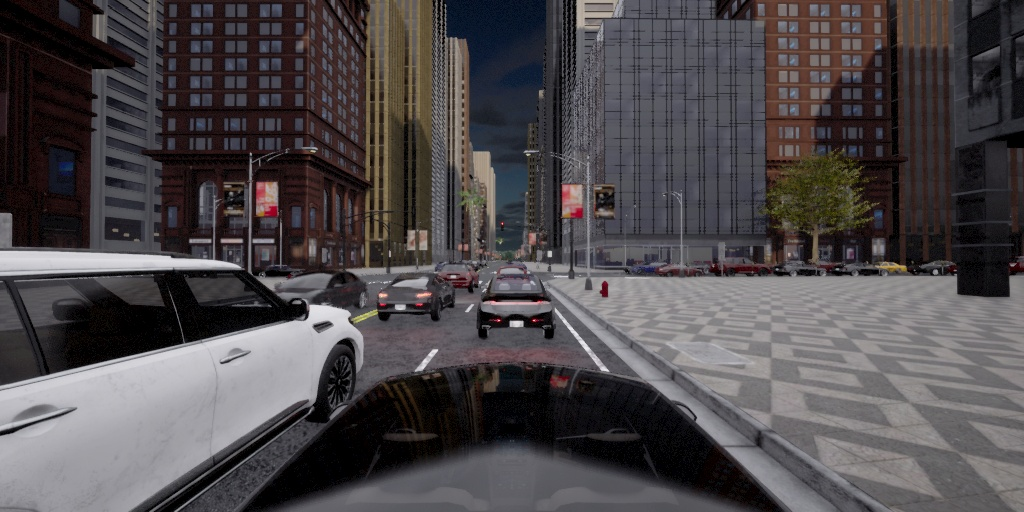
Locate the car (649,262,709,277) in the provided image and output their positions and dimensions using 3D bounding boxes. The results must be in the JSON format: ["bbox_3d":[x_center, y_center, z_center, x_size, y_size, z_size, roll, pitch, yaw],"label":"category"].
[{"bbox_3d":[15.309,1.328,32.972,4.207,1.307,1.802,0,0,-1],"label":"car"}]

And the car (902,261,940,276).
[{"bbox_3d":[42.846,1.206,36.032,4.892,1.490,1.837,0,-1,-1],"label":"car"}]

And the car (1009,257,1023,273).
[{"bbox_3d":[49.136,0.973,33.505,5.009,1.841,2.192,0,0,-1],"label":"car"}]

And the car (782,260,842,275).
[{"bbox_3d":[32.542,1.239,39.012,5.008,1.535,1.882,0,-1,-1],"label":"car"}]

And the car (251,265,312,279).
[{"bbox_3d":[-22.407,1.527,34.992,4.718,1.301,1.895,0,-1,-3],"label":"car"}]

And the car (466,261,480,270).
[{"bbox_3d":[-6.591,1.561,61.337,1.812,1.442,4.674,0,0,0],"label":"car"}]

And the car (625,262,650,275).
[{"bbox_3d":[15.120,1.340,38.742,4.674,1.442,1.812,0,-1,-1],"label":"car"}]

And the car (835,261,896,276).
[{"bbox_3d":[32.221,1.260,33.239,4.313,1.339,1.948,0,0,-1],"label":"car"}]

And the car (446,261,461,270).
[{"bbox_3d":[-9.841,1.558,60.884,1.812,1.442,4.674,0,0,0],"label":"car"}]

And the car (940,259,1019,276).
[{"bbox_3d":[43.497,1.214,33.417,4.507,1.381,1.888,0,0,-1],"label":"car"}]

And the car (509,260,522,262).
[{"bbox_3d":[0.309,1.285,46.182,2.097,1.767,4.553,0,0,-12],"label":"car"}]

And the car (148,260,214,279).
[{"bbox_3d":[-32.225,1.323,35.001,4.553,1.767,2.097,0,-1,0],"label":"car"}]

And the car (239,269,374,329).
[{"bbox_3d":[-6.601,1.266,12.318,1.837,1.490,4.892,0,0,0],"label":"car"}]

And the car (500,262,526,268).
[{"bbox_3d":[-0.005,1.260,19.613,1.882,1.535,5.008,0,0,0],"label":"car"}]

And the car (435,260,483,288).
[{"bbox_3d":[-3.153,1.142,21.404,2.097,1.767,4.553,0,0,0],"label":"car"}]

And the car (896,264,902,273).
[{"bbox_3d":[43.199,1.296,41.937,4.829,1.417,1.751,0,0,-1],"label":"car"}]

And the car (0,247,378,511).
[{"bbox_3d":[-3.155,0.972,2.645,2.150,2.045,5.566,0,0,0],"label":"car"}]

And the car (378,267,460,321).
[{"bbox_3d":[-3.152,1.288,12.423,1.812,1.442,4.674,0,0,0],"label":"car"}]

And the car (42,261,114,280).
[{"bbox_3d":[-42.279,1.369,35.020,4.553,1.767,2.097,0,-1,1],"label":"car"}]

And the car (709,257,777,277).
[{"bbox_3d":[20.947,1.041,33.061,5.009,1.841,2.192,0,0,-1],"label":"car"}]

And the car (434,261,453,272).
[{"bbox_3d":[-9.849,1.496,51.961,1.812,1.442,4.674,0,0,0],"label":"car"}]

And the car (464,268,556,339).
[{"bbox_3d":[0.097,1.249,10.112,2.128,1.511,4.902,0,0,0],"label":"car"}]

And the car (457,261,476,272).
[{"bbox_3d":[-6.609,1.463,52.237,2.128,1.511,4.902,0,0,0],"label":"car"}]

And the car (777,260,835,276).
[{"bbox_3d":[26.584,1.276,33.150,4.313,1.339,1.948,0,0,-1],"label":"car"}]
